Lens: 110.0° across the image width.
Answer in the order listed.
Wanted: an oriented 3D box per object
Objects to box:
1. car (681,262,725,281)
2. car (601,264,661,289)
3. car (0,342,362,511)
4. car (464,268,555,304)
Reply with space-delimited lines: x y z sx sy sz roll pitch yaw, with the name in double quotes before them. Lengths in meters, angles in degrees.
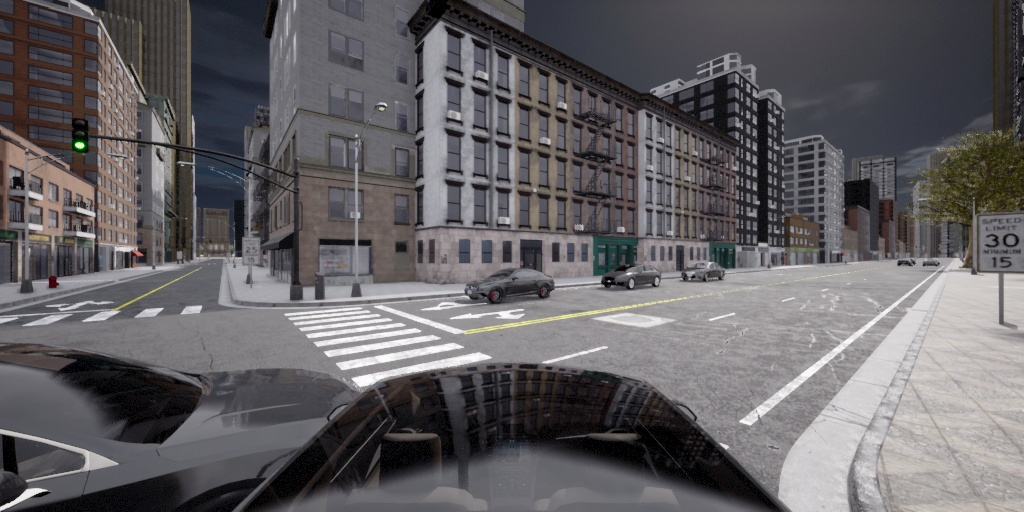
"car" 15.731 1.237 29.434 4.902 1.511 2.128 0 0 -39
"car" 7.706 1.259 22.982 4.892 1.490 1.837 0 0 -39
"car" -3.218 1.257 1.811 4.892 1.490 1.837 0 0 -34
"car" 0.000 1.287 16.775 4.674 1.442 1.812 0 0 -39
